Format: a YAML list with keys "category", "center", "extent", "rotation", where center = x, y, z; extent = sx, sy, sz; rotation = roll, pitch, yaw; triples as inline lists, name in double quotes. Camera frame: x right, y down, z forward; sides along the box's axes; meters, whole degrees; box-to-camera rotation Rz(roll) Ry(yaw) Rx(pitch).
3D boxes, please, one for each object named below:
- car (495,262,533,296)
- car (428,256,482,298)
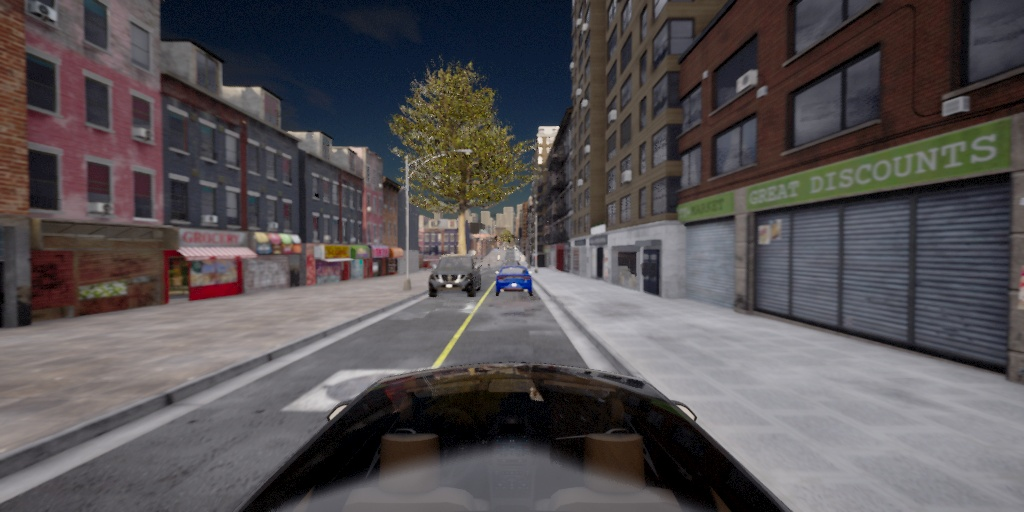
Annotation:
- category: "car"
  center: [0.108, 1.263, 19.740]
  extent: [1.882, 1.535, 5.008]
  rotation: [0, 0, 0]
- category: "car"
  center: [-2.842, 1.003, 18.997]
  extent: [2.150, 2.045, 5.566]
  rotation: [0, 0, 0]
